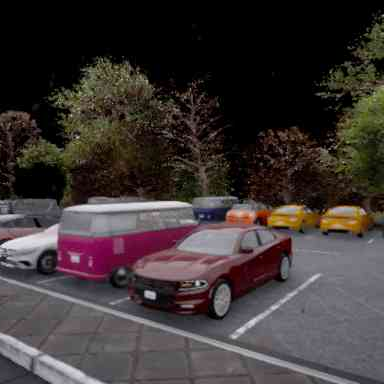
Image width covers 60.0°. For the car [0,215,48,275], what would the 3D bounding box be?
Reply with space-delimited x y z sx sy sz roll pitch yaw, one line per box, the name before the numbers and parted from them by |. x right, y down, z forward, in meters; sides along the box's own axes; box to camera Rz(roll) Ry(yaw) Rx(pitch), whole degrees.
car | -3.763 1.574 11.004 2.002 1.452 4.674 0 0 36

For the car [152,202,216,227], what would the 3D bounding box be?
car | -0.445 1.566 24.729 2.231 1.521 4.892 0 0 36

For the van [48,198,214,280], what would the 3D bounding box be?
van | -1.446 1.292 9.473 1.878 1.987 4.442 0 0 36

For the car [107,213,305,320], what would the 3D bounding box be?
car | 0.741 1.501 7.757 2.097 1.535 5.008 0 0 36

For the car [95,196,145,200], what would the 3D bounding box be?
car | -4.915 1.355 27.998 2.435 2.045 5.566 -1 -1 36

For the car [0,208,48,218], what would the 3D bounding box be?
car | -5.997 1.580 12.651 2.163 1.488 4.792 0 0 36

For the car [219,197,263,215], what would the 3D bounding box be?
car | 4.032 1.406 21.467 2.185 1.767 4.553 0 0 36

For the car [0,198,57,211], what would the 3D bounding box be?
car | -8.284 1.316 14.230 2.435 2.045 5.566 0 0 36

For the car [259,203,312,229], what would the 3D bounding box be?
car | 6.193 1.516 19.940 2.097 1.535 5.008 0 0 36

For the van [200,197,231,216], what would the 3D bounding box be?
van | 1.873 1.323 23.209 1.878 1.987 4.442 0 0 36

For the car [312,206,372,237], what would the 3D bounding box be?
car | 8.541 1.499 18.245 2.097 1.535 5.008 0 0 36

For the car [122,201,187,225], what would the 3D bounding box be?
car | -2.793 1.580 26.204 1.946 1.575 5.366 -1 0 36

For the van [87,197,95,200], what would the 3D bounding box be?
van | -7.207 1.414 29.763 1.878 1.987 4.442 -1 -1 36
